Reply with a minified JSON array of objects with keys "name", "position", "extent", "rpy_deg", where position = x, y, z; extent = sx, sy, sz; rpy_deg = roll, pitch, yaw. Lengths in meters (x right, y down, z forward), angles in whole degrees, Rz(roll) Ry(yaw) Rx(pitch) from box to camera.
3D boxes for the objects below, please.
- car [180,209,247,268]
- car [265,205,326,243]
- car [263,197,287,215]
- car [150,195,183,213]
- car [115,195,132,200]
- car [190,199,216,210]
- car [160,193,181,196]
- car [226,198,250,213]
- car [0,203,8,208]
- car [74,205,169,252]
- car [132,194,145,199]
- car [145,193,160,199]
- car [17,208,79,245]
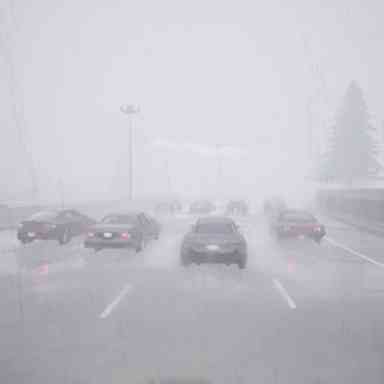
[{"name":"car","position":[0.777,1.509,11.234],"extent":[1.994,1.385,4.181],"rpy_deg":[0,0,5]},{"name":"car","position":[4.777,1.535,15.801],"extent":[1.895,1.301,4.718],"rpy_deg":[0,0,7]},{"name":"car","position":[8.041,1.215,32.156],"extent":[2.097,1.767,4.553],"rpy_deg":[0,0,14]},{"name":"car","position":[-2.351,1.349,33.920],"extent":[1.812,1.442,4.674],"rpy_deg":[0,0,14]},{"name":"car","position":[-13.362,1.186,66.093],"extent":[1.994,1.385,4.181],"rpy_deg":[0,0,24]},{"name":"car","position":[1.164,1.399,33.505],"extent":[1.994,1.385,4.181],"rpy_deg":[0,0,14]},{"name":"car","position":[-3.410,1.029,62.601],"extent":[2.097,1.767,4.553],"rpy_deg":[0,0,25]},{"name":"car","position":[4.543,1.355,32.662],"extent":[1.837,1.490,4.892],"rpy_deg":[0,0,14]},{"name":"car","position":[-15.401,1.326,23.804],"extent":[2.128,1.511,4.902],"rpy_deg":[0,0,10]},{"name":"car","position":[-2.545,1.472,13.596],"extent":[2.033,1.411,5.357],"rpy_deg":[0,0,6]},{"name":"car","position":[-9.398,1.165,66.322],"extent":[1.812,1.442,4.674],"rpy_deg":[0,1,24]},{"name":"car","position":[-6.509,1.012,64.289],"extent":[2.097,1.767,4.553],"rpy_deg":[0,0,25]},{"name":"car","position":[-5.873,1.433,14.966],"extent":[1.812,1.442,4.674],"rpy_deg":[0,0,6]}]
